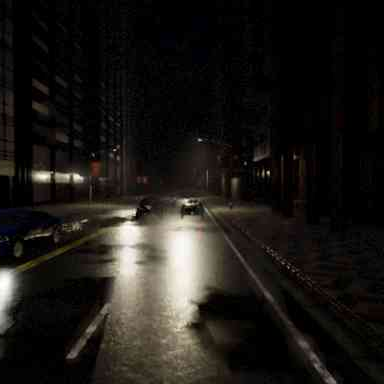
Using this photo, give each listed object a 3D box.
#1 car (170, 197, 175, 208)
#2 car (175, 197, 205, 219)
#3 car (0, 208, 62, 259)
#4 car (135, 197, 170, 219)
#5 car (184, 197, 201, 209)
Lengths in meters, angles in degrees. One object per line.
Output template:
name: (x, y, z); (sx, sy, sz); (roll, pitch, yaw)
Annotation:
car: (-3.189, 1.316, 43.009); (1.994, 1.385, 4.181); (0, 0, 0)
car: (0.038, 1.337, 27.034); (2.128, 1.511, 4.902); (0, 0, 0)
car: (-6.596, 1.406, 12.454); (1.882, 1.535, 5.008); (0, 0, 0)
car: (-3.215, 1.197, 27.012); (2.097, 1.767, 4.553); (0, 0, 0)
car: (0.058, 1.319, 42.661); (1.994, 1.385, 4.181); (0, 0, 0)
